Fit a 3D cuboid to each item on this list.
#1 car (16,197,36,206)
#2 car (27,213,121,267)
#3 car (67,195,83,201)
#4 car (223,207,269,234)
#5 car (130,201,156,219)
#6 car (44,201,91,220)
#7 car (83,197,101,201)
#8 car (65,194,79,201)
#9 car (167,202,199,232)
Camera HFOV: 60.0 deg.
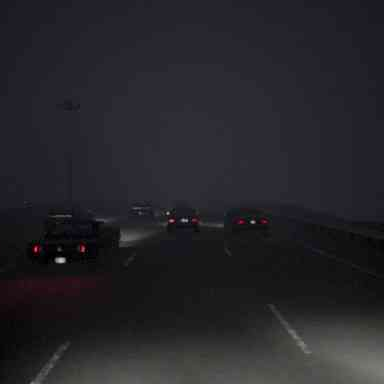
[{"bbox_3d":[-30.030,1.728,60.419,1.837,1.490,4.892,0,0,-2],"label":"car"},{"bbox_3d":[-3.770,1.638,11.589,1.895,1.301,4.718,0,0,-2],"label":"car"},{"bbox_3d":[-23.279,1.772,68.064,1.994,1.385,4.181,0,0,-2],"label":"car"},{"bbox_3d":[2.986,1.577,19.284,2.033,1.411,5.357,0,0,-2],"label":"car"},{"bbox_3d":[-4.387,1.569,30.175,2.128,1.511,4.902,0,0,-2],"label":"car"},{"bbox_3d":[-7.576,1.560,20.830,2.128,1.511,4.902,0,0,-2],"label":"car"},{"bbox_3d":[-19.754,1.746,67.388,2.033,1.411,5.357,0,0,-2],"label":"car"},{"bbox_3d":[-27.042,1.461,75.735,2.150,2.045,5.566,0,0,-2],"label":"car"},{"bbox_3d":[-0.551,1.591,20.344,2.033,1.411,5.357,0,0,-2],"label":"car"}]
